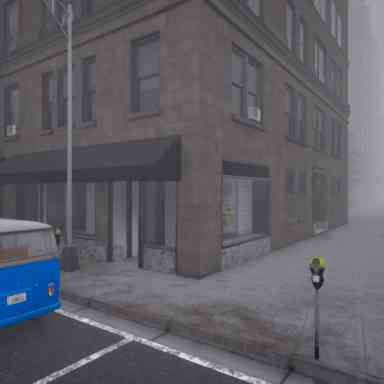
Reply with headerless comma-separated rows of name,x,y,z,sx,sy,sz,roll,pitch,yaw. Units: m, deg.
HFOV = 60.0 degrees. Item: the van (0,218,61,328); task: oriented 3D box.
van,-4.088,1.340,5.994,3.998,1.788,1.690,0,0,35
